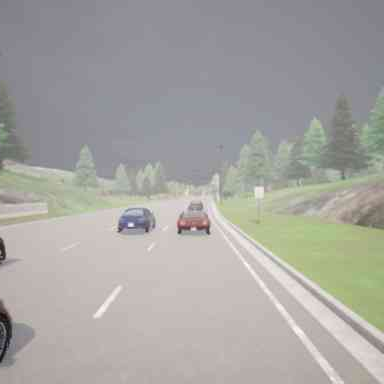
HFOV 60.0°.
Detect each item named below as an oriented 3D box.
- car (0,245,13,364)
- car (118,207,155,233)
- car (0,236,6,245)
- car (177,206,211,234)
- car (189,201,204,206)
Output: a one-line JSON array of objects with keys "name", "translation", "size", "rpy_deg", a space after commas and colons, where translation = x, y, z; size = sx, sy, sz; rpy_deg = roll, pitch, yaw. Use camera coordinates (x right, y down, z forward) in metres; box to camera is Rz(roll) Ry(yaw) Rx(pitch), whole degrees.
[{"name": "car", "translation": [-3.400, 1.547, 2.700], "size": [1.812, 1.442, 4.674], "rpy_deg": [0, 0, 0]}, {"name": "car", "translation": [-3.396, 1.682, 20.836], "size": [1.812, 1.442, 4.674], "rpy_deg": [0, 0, 0]}, {"name": "car", "translation": [-6.901, 1.417, 8.640], "size": [2.097, 1.767, 4.553], "rpy_deg": [0, 0, 0]}, {"name": "car", "translation": [0.102, 1.754, 20.420], "size": [1.895, 1.301, 4.718], "rpy_deg": [0, 0, 0]}, {"name": "car", "translation": [0.558, 1.801, 41.407], "size": [2.128, 1.511, 4.902], "rpy_deg": [0, 0, 2]}]
